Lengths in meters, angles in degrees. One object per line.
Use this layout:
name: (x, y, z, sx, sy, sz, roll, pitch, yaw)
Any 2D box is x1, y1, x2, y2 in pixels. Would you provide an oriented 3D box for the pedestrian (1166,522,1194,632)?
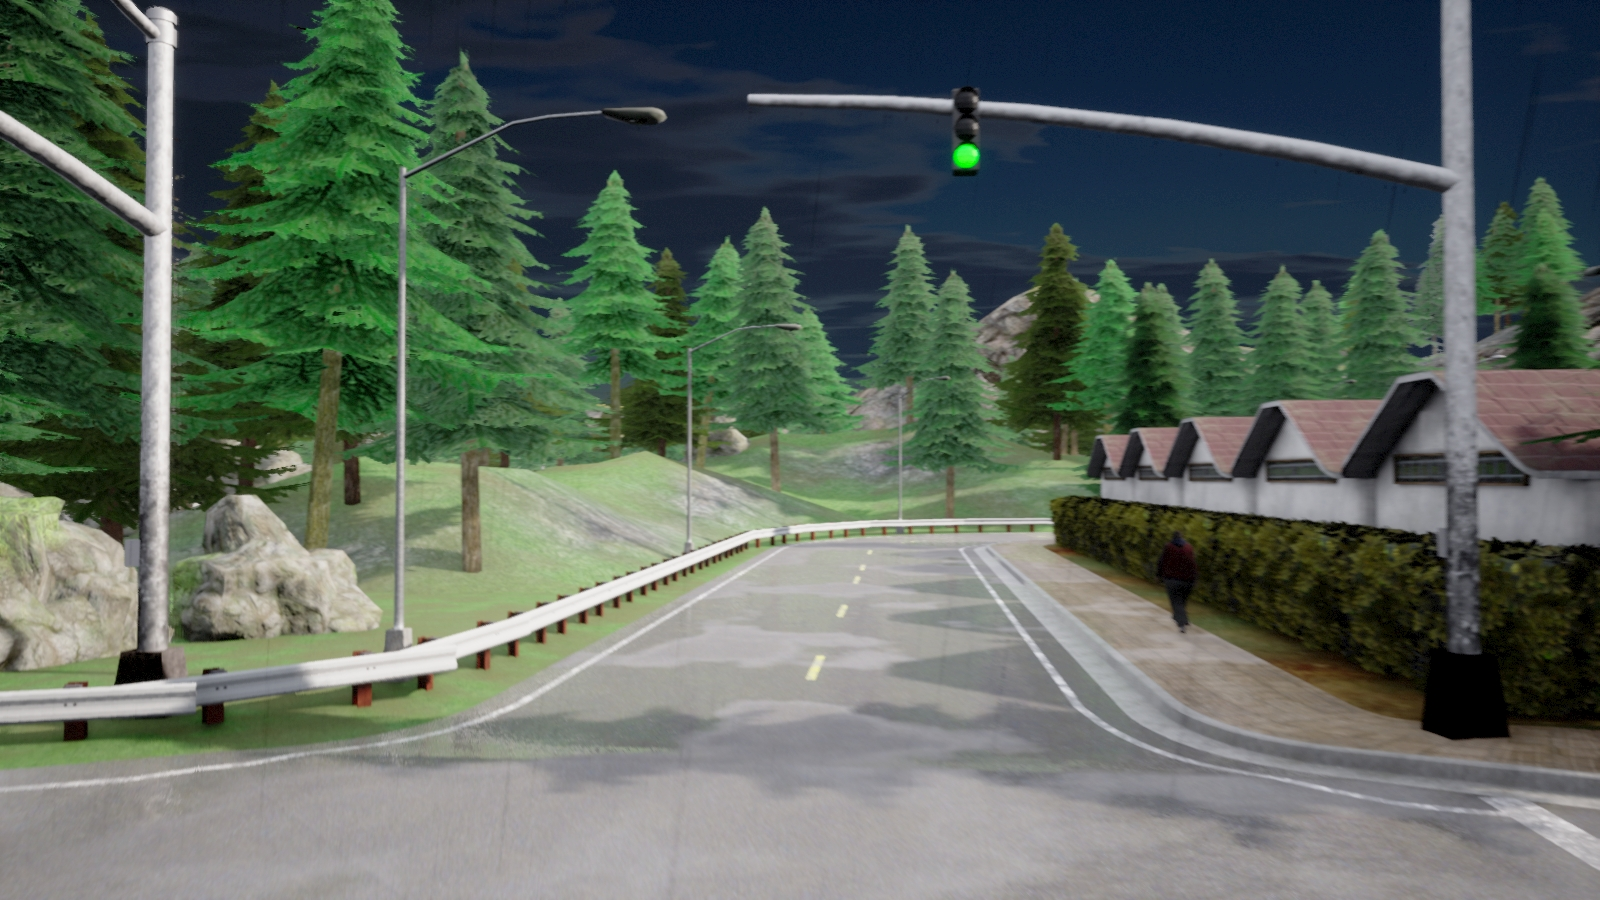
pedestrian: (6.589, 2.194, 19.806, 0.375, 1.860, 0.375, 0, -1, 5)
